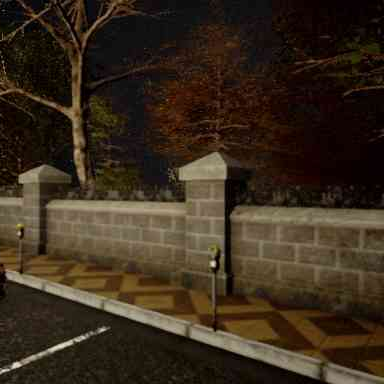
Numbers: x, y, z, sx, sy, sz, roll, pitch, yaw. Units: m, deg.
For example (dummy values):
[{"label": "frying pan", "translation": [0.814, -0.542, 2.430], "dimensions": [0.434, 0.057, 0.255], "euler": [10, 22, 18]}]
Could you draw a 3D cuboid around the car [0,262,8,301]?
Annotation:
[{"label": "car", "translation": [-5.283, 1.519, 6.658], "dimensions": [4.206, 1.307, 1.802], "euler": [1, 0, 36]}]
